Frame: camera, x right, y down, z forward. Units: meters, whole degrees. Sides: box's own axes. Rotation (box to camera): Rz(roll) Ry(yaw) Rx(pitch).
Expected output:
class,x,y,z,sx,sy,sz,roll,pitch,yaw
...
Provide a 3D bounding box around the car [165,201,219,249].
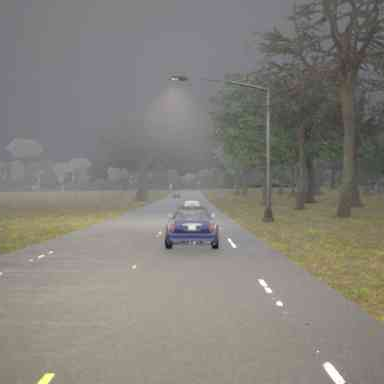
class,x,y,z,sx,sy,sz,roll,pitch,yaw
car,0.000,1.368,14.621,2.097,1.767,4.553,0,0,0

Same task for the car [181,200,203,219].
class,x,y,z,sx,sy,sz,roll,pitch,yaw
car,0.000,1.498,29.649,1.812,1.442,4.674,0,0,0

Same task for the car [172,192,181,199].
class,x,y,z,sx,sy,sz,roll,pitch,yaw
car,-3.500,0.781,75.969,2.033,1.411,5.357,0,1,0
